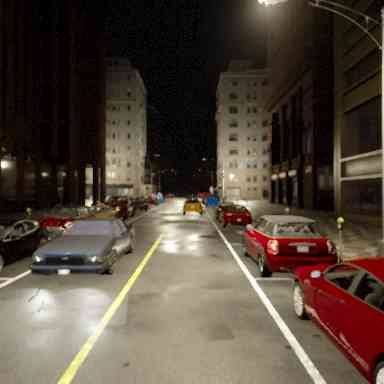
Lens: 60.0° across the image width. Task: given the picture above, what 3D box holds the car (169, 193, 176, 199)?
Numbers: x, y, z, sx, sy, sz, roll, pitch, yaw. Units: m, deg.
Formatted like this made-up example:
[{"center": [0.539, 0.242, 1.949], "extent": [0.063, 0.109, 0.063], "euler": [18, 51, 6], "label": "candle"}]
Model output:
[{"center": [-5.850, 1.175, 87.571], "extent": [1.802, 1.307, 4.206], "euler": [1, 0, 0], "label": "car"}]

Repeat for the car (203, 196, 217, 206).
[{"center": [2.677, 1.295, 49.518], "extent": [1.752, 1.417, 4.829], "euler": [1, 0, 0], "label": "car"}]

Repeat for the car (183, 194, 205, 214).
[{"center": [0.085, 1.306, 32.609], "extent": [1.801, 1.575, 5.366], "euler": [0, 0, 0], "label": "car"}]

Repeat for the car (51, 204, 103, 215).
[{"center": [-5.847, 1.370, 15.593], "extent": [1.967, 1.590, 4.097], "euler": [1, 0, 0], "label": "car"}]

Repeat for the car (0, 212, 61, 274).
[{"center": [-5.849, 1.521, 9.969], "extent": [1.947, 1.339, 4.313], "euler": [1, 0, 0], "label": "car"}]

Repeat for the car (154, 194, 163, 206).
[{"center": [-5.850, 1.353, 49.339], "extent": [1.802, 1.307, 4.206], "euler": [1, 0, 0], "label": "car"}]

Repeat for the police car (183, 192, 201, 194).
[{"center": [0.003, 1.183, 52.029], "extent": [1.930, 1.638, 5.238], "euler": [0, 0, 0], "label": "police car"}]

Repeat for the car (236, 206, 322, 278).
[{"center": [2.678, 1.394, 9.976], "extent": [1.967, 1.590, 4.097], "euler": [1, 0, 0], "label": "car"}]

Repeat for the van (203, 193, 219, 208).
[{"center": [2.679, 1.138, 43.723], "extent": [1.690, 1.788, 3.998], "euler": [1, 0, 0], "label": "van"}]

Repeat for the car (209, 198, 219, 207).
[{"center": [2.677, 1.427, 26.850], "extent": [2.008, 1.369, 4.403], "euler": [1, 0, 0], "label": "car"}]

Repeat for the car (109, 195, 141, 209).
[{"center": [-5.846, 1.192, 26.841], "extent": [2.192, 1.841, 5.009], "euler": [1, 0, 0], "label": "car"}]

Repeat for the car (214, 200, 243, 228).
[{"center": [2.677, 1.448, 21.225], "extent": [1.887, 1.381, 4.507], "euler": [1, 0, 0], "label": "car"}]

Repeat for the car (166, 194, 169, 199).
[{"center": [-5.849, 1.263, 60.587], "extent": [1.887, 1.381, 4.507], "euler": [1, 0, 0], "label": "car"}]

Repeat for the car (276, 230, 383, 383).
[{"center": [2.677, 1.524, 4.352], "extent": [1.887, 1.381, 4.507], "euler": [1, 0, 0], "label": "car"}]

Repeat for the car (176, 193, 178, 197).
[{"center": [-5.850, 1.134, 93.220], "extent": [1.947, 1.339, 4.313], "euler": [1, 0, 0], "label": "car"}]

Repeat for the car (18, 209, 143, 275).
[{"center": [-3.017, 1.500, 10.537], "extent": [2.033, 1.411, 5.357], "euler": [0, 0, 0], "label": "car"}]

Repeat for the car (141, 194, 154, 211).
[{"center": [-5.847, 1.265, 38.090], "extent": [1.967, 1.590, 4.097], "euler": [1, 0, 0], "label": "car"}]

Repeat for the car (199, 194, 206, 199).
[{"center": [2.675, 1.174, 87.580], "extent": [1.802, 1.307, 4.206], "euler": [1, 0, 0], "label": "car"}]

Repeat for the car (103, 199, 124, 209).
[{"center": [-5.848, 1.430, 21.047], "extent": [1.752, 1.417, 4.829], "euler": [1, 0, 0], "label": "car"}]

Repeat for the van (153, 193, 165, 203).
[{"center": [-5.847, 1.086, 54.962], "extent": [1.690, 1.788, 3.998], "euler": [1, 0, 0], "label": "van"}]
